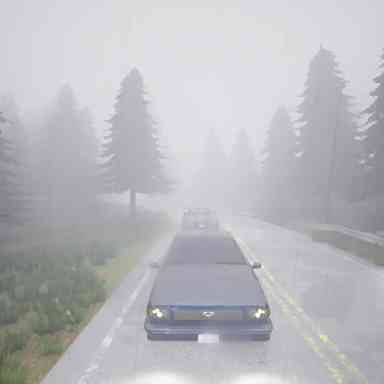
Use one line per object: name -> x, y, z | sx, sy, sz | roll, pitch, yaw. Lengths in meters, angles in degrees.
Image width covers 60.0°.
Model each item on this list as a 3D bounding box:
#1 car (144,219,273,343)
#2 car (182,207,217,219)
car -> 0.265, 1.557, 7.071 | 2.033, 1.411, 5.357 | 0, 0, 1
car -> 0.436, 1.584, 19.156 | 1.994, 1.385, 4.181 | 0, 0, -2
